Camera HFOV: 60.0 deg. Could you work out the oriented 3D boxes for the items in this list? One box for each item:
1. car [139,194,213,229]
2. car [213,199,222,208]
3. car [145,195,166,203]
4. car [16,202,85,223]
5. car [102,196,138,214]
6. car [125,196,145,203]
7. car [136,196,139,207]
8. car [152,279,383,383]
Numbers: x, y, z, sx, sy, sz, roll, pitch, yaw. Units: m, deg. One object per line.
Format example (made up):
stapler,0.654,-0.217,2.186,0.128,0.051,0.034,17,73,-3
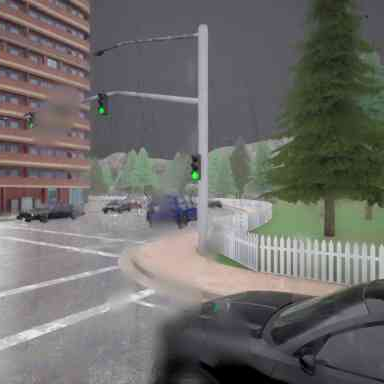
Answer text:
car,-0.802,1.166,21.348,2.150,2.045,5.566,0,0,24
car,2.738,1.545,45.948,1.895,1.301,4.718,0,0,-7
car,-7.725,1.448,69.338,1.837,1.490,4.892,0,0,-42
car,-10.623,1.492,25.575,2.033,1.411,5.357,0,0,24
car,-7.802,1.492,35.393,2.033,1.411,5.357,0,0,7
car,-11.785,1.470,68.730,4.674,1.442,1.812,0,0,44
car,-8.100,1.296,45.690,2.097,1.767,4.553,0,0,-11
car,1.890,1.478,2.641,5.008,1.535,1.882,0,0,36
